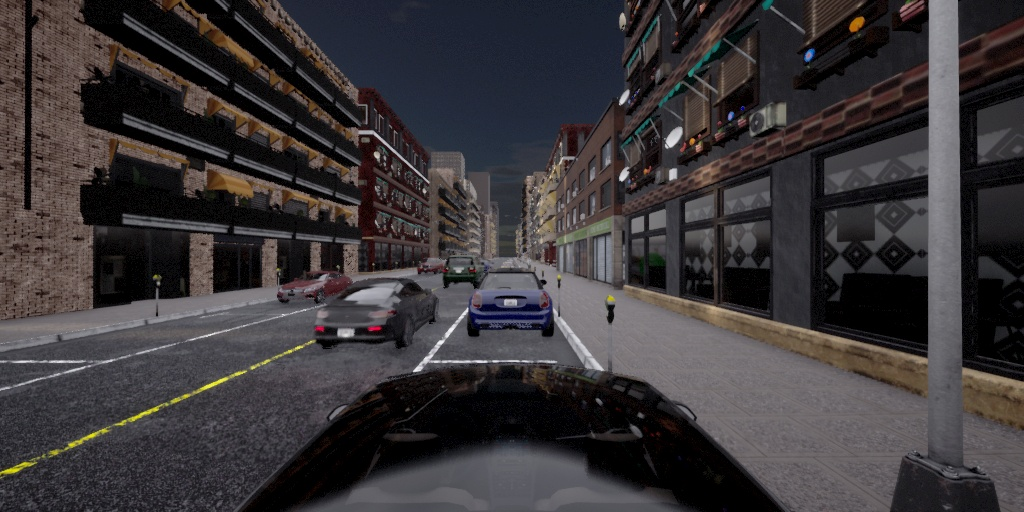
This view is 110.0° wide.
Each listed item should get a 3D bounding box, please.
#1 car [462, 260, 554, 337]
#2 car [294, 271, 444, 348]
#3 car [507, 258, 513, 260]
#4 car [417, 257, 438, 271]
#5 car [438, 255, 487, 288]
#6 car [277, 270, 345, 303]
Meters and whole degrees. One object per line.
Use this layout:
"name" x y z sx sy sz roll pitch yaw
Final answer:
"car" -0.032 1.103 10.469 2.097 1.767 4.553 0 0 0
"car" -3.144 1.276 9.085 1.812 1.442 4.674 0 0 0
"car" -0.456 1.275 39.173 1.751 1.417 4.829 0 0 0
"car" -8.837 1.064 39.007 2.192 1.841 5.009 0 0 0
"car" -3.082 0.973 23.606 2.150 2.045 5.566 0 0 0
"car" -8.837 1.333 16.462 1.802 1.307 4.207 0 0 0
